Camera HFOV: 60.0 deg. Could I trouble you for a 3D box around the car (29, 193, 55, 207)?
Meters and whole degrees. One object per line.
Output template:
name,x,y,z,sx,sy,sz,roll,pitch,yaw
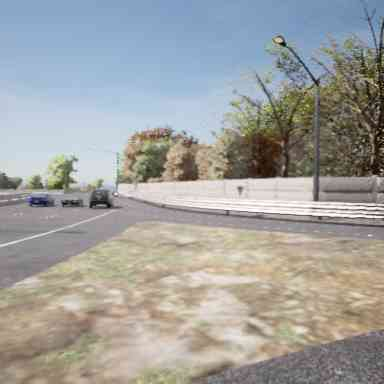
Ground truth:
car,-17.333,0.858,38.574,1.882,1.535,5.008,0,1,-10

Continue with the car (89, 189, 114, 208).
car,-9.926,0.686,36.791,2.150,2.045,5.566,0,1,-8

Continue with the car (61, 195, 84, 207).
car,-13.762,1.011,38.596,1.895,1.301,4.718,0,1,-9
